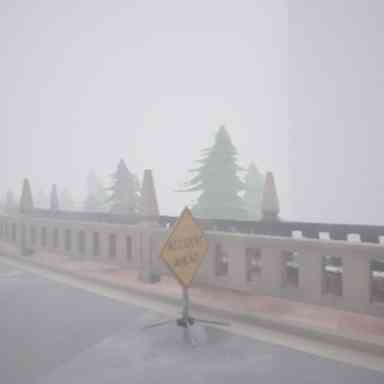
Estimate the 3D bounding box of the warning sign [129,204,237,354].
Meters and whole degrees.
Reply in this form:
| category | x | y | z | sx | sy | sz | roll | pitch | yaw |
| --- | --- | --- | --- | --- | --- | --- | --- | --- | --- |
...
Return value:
| category | x | y | z | sx | sy | sz | roll | pitch | yaw |
| --- | --- | --- | --- | --- | --- | --- | --- | --- | --- |
| warning sign | -0.110 | 1.146 | 5.091 | 1.060 | 1.860 | 1.300 | -1 | 0 | 37 |
